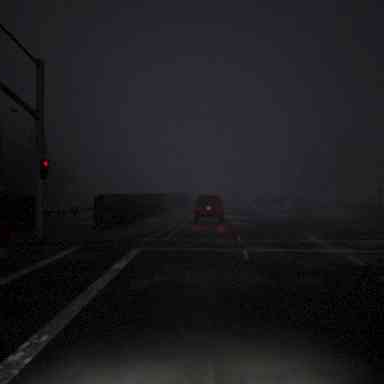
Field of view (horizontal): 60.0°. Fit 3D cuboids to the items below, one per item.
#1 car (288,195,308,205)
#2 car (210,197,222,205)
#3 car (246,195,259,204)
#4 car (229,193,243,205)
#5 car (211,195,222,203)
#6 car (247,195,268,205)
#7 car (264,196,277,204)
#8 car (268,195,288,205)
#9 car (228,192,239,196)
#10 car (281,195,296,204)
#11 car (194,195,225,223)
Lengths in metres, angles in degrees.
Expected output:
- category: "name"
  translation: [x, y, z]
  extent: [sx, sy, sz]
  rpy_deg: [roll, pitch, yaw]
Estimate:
- category: "car"
  translation: [18.100, 1.439, 56.193]
  extent: [1.882, 1.535, 5.008]
  rpy_deg: [0, 0, 5]
- category: "car"
  translation: [4.156, 1.564, 57.447]
  extent: [1.895, 1.301, 4.718]
  rpy_deg: [0, 0, 5]
- category: "car"
  translation: [11.928, 1.449, 65.940]
  extent: [2.128, 1.511, 4.902]
  rpy_deg: [0, 0, 5]
- category: "car"
  translation: [7.604, 1.441, 56.696]
  extent: [1.882, 1.535, 5.008]
  rpy_deg: [0, 0, 5]
- category: "car"
  translation: [4.955, 1.450, 66.552]
  extent: [2.128, 1.511, 4.902]
  rpy_deg: [0, 0, 5]
- category: "car"
  translation: [11.124, 1.314, 56.775]
  extent: [2.097, 1.767, 4.553]
  rpy_deg: [0, 0, 5]
- category: "car"
  translation: [15.415, 1.527, 65.634]
  extent: [1.994, 1.385, 4.181]
  rpy_deg: [0, 0, 5]
- category: "car"
  translation: [14.680, 1.313, 57.266]
  extent: [2.097, 1.767, 4.553]
  rpy_deg: [0, 0, 5]
- category: "car"
  translation: [8.444, 1.199, 66.276]
  extent: [2.150, 2.045, 5.566]
  rpy_deg: [0, 0, 5]
- category: "car"
  translation: [18.901, 1.445, 65.328]
  extent: [1.837, 1.490, 4.892]
  rpy_deg: [0, 0, 5]
- category: "car"
  translation: [1.371, 1.205, 25.706]
  extent: [2.150, 2.045, 5.566]
  rpy_deg: [0, 0, 5]
